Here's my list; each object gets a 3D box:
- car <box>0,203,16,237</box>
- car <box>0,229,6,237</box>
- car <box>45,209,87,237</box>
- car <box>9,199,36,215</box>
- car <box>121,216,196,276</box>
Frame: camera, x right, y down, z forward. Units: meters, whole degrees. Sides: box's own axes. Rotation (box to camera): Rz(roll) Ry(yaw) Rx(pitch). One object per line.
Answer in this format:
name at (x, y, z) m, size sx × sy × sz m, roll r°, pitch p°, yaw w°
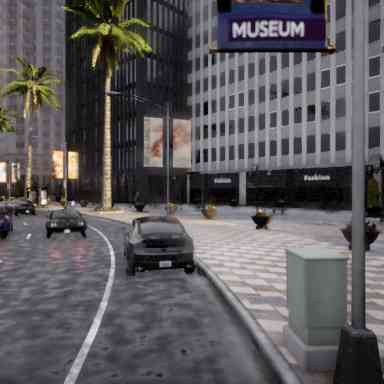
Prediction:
car at (-10.489, 1.515, 17.336) m, size 1.812 × 1.442 × 4.674 m, roll 0°, pitch 0°, yaw -26°
car at (-3.165, 1.349, 1.625) m, size 2.097 × 1.767 × 4.553 m, roll 0°, pitch 0°, yaw -3°
car at (-6.944, 1.594, 18.064) m, size 1.895 × 1.301 × 4.718 m, roll 0°, pitch 0°, yaw -24°
car at (-16.708, 1.490, 32.150) m, size 1.837 × 1.490 × 4.892 m, roll 0°, pitch 1°, yaw -44°
car at (-1.179, 1.503, 10.450) m, size 1.837 × 1.490 × 4.892 m, roll 0°, pitch 0°, yaw -13°
